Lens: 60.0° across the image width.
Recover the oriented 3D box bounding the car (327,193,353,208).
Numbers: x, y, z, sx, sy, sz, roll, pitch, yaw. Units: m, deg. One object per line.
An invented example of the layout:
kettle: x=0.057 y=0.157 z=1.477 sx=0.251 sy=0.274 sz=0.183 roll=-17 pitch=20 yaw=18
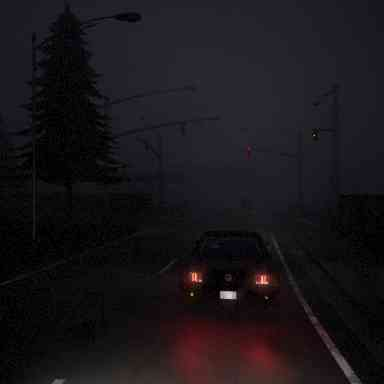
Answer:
car: x=20.189 y=1.330 z=43.026 sx=5.027 sy=1.636 sz=2.152 roll=0 pitch=0 yaw=10

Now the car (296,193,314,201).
car: x=27.233 y=1.077 z=79.946 sx=3.866 sy=1.878 sz=1.905 roll=0 pitch=0 yaw=10

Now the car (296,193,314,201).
car: x=26.057 y=1.361 z=76.777 sx=3.806 sy=1.475 sz=1.970 roll=0 pitch=0 yaw=10

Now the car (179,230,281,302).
car: x=0.979 y=1.601 z=8.289 sx=1.895 sy=1.301 sz=4.718 roll=0 pitch=0 yaw=8

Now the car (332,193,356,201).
car: x=34.415 y=1.097 z=75.350 sx=4.605 sy=1.855 sz=1.932 roll=0 pitch=0 yaw=10

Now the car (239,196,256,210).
car: x=7.177 y=1.352 z=43.231 sx=2.097 sy=1.767 sz=4.553 roll=0 pitch=0 yaw=10
